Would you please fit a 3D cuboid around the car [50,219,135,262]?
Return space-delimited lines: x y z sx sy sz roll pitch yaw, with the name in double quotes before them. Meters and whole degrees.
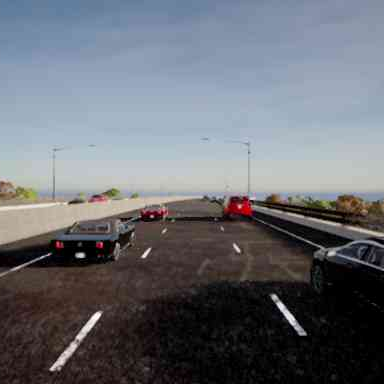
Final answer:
"car" -3.342 1.626 12.239 1.895 1.301 4.718 0 0 0

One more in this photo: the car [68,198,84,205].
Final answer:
"car" -20.021 1.770 58.241 1.994 1.385 4.181 0 0 3

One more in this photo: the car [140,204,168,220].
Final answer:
"car" -3.137 1.671 28.618 1.895 1.301 4.718 0 0 1

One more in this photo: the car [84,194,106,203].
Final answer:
"car" -16.509 1.430 58.446 2.150 2.045 5.566 0 0 3

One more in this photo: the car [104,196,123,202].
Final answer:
"car" -13.025 1.755 57.971 2.033 1.411 5.357 0 0 3

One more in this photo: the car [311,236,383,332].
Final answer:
"car" 3.621 1.505 5.723 2.128 1.511 4.902 0 0 0

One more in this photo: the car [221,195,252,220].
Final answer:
"car" 3.878 1.296 29.424 2.150 2.045 5.566 0 0 1

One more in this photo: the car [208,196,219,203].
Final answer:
"car" 5.286 1.910 77.160 1.895 1.301 4.718 0 0 3
